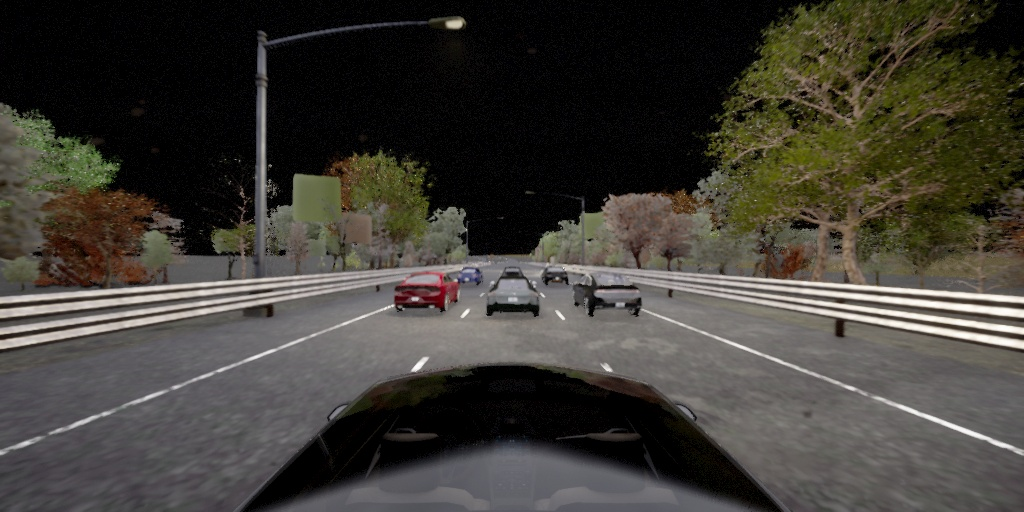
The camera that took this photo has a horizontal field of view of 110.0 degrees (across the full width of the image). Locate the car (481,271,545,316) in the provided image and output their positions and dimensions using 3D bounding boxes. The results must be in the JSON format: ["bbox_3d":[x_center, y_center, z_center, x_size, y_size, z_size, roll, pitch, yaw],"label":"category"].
[{"bbox_3d":[0.050,1.484,14.322,1.994,1.385,4.181,0,-1,0],"label":"car"}]

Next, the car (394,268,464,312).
[{"bbox_3d":[-3.444,1.410,15.292,1.882,1.535,5.008,0,0,0],"label":"car"}]

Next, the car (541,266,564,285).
[{"bbox_3d":[3.560,1.616,30.374,1.882,1.535,5.008,0,0,0],"label":"car"}]

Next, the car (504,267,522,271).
[{"bbox_3d":[0.052,1.628,29.141,1.837,1.490,4.892,0,0,0],"label":"car"}]

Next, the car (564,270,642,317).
[{"bbox_3d":[3.548,1.408,14.115,2.128,1.511,4.902,0,-1,0],"label":"car"}]

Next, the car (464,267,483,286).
[{"bbox_3d":[-3.445,1.656,29.822,1.812,1.442,4.674,0,-1,0],"label":"car"}]
